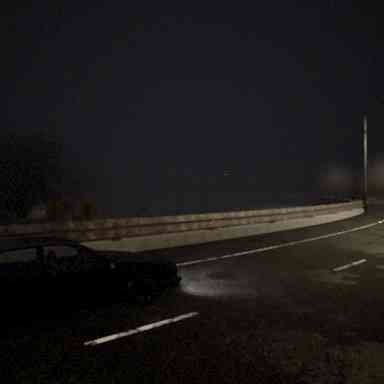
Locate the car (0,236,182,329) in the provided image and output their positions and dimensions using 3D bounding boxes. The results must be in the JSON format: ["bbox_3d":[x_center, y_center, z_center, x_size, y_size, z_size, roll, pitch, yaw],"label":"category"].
[{"bbox_3d":[-2.804,1.565,6.192,5.357,1.411,2.033,0,0,-37],"label":"car"}]
